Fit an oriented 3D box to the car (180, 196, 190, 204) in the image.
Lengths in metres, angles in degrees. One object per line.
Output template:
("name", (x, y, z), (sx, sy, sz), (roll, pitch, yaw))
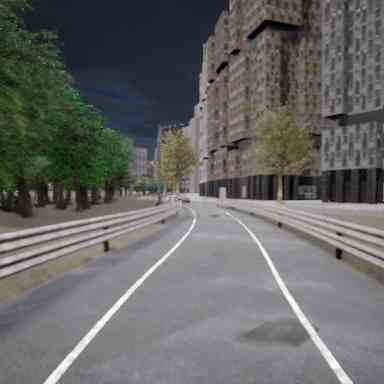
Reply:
("car", (-1.679, 1.575, 66.776), (2.033, 1.411, 5.357), (0, 0, -14))
